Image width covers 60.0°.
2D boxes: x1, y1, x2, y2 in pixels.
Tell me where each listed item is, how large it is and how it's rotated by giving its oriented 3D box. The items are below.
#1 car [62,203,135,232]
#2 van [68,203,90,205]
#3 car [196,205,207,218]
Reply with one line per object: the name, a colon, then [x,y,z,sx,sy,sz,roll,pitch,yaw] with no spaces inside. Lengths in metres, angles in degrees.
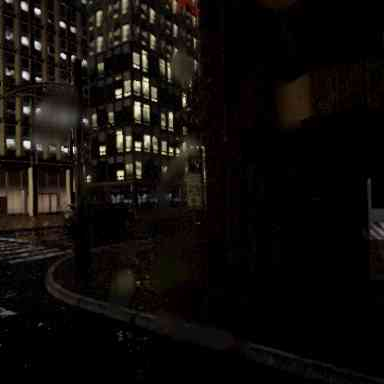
car: [-6.039,1.738,22.189,1.882,1.535,5.008,-2,-1,36]
van: [-7.525,1.683,24.569,1.690,1.788,3.998,-2,-1,36]
car: [2.224,1.814,33.691,1.812,1.442,4.674,-2,-1,36]
